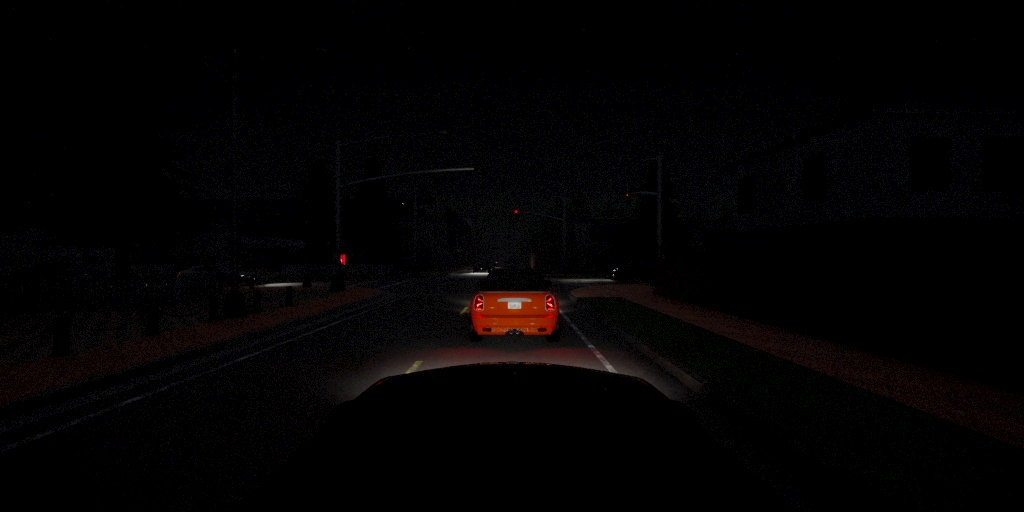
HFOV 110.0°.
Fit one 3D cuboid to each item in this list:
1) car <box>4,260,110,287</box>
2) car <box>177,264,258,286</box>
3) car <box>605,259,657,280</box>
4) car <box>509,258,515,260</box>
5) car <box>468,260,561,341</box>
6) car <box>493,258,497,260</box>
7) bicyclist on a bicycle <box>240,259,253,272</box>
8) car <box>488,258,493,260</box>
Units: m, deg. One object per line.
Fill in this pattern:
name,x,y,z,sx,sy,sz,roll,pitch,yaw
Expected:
car,-30.190,1.243,24.149,5.008,1.535,1.882,0,0,-1
car,-20.010,1.291,24.465,4.674,1.442,1.812,0,0,-2
car,10.150,1.083,29.930,4.553,1.767,2.097,0,0,-6
car,0.011,1.241,44.451,2.128,1.511,4.902,0,0,1
car,0.067,1.102,9.977,2.097,1.767,4.553,0,0,0
car,-3.620,1.314,54.294,1.994,1.385,4.181,0,0,0
bicyclist on a bicycle,-23.575,1.066,31.823,0.582,1.620,1.656,0,0,-2
car,-3.619,1.314,44.326,1.994,1.385,4.181,0,0,0
